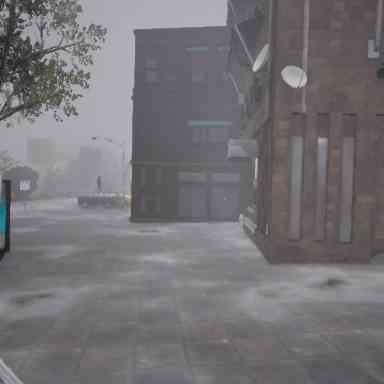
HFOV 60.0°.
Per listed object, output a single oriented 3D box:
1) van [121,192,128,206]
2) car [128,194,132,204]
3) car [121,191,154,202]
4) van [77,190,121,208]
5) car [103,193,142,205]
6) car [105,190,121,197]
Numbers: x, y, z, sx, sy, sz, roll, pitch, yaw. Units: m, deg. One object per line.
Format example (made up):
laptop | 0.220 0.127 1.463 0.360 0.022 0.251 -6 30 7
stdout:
van | -10.654 0.839 41.814 4.442 1.987 1.878 2 1 -14
car | -10.464 1.034 44.760 5.008 1.535 2.097 2 1 -14
car | -9.374 0.800 56.663 5.366 1.575 1.946 2 2 -14
van | -10.959 0.866 38.828 4.442 1.987 1.878 2 1 -14
car | -9.984 1.002 47.794 5.366 1.575 1.946 2 1 -14
car | -16.848 0.270 70.707 1.994 1.385 4.181 2 1 6
